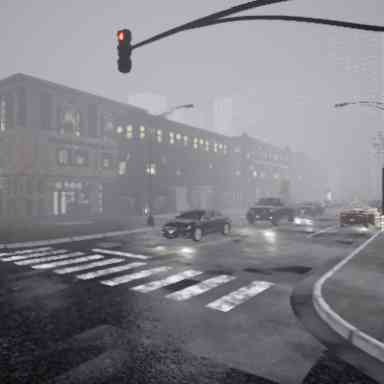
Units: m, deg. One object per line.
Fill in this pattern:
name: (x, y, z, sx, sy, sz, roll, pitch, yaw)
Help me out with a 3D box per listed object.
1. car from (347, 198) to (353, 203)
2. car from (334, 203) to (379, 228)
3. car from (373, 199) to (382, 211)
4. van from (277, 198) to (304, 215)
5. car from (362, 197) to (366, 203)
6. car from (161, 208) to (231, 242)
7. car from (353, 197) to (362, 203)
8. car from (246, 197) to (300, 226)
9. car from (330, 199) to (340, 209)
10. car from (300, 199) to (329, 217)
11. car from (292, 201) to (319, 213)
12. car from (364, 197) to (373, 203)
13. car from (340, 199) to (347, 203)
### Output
car: (26.982, 1.955, 59.883, 2.008, 1.369, 4.403, -1, -1, 35)
car: (11.643, 1.694, 23.387, 1.887, 1.381, 4.507, -1, -1, 35)
car: (24.307, 1.703, 41.502, 1.967, 1.590, 4.097, -1, -1, 35)
van: (11.095, 1.594, 37.278, 1.690, 1.788, 3.998, -1, -1, 35)
car: (39.690, 1.974, 77.968, 1.967, 1.590, 4.097, -1, -1, 35)
car: (0.355, 1.637, 17.518, 1.837, 1.490, 4.892, 0, 0, 34)
car: (33.335, 1.908, 68.925, 1.967, 1.590, 4.097, -1, -1, 35)
car: (6.232, 1.400, 25.844, 2.150, 2.045, 5.566, 0, -1, 35)
car: (20.628, 1.893, 50.840, 2.008, 1.369, 4.403, -1, -1, 35)
car: (12.137, 1.720, 34.222, 2.128, 1.511, 4.902, 0, -1, 35)
car: (14.274, 1.833, 41.797, 2.008, 1.369, 4.403, -1, -1, 35)
car: (29.796, 1.899, 53.803, 2.033, 1.411, 5.357, 0, -1, 35)
car: (23.805, 1.924, 55.361, 2.008, 1.369, 4.403, -1, -1, 35)
